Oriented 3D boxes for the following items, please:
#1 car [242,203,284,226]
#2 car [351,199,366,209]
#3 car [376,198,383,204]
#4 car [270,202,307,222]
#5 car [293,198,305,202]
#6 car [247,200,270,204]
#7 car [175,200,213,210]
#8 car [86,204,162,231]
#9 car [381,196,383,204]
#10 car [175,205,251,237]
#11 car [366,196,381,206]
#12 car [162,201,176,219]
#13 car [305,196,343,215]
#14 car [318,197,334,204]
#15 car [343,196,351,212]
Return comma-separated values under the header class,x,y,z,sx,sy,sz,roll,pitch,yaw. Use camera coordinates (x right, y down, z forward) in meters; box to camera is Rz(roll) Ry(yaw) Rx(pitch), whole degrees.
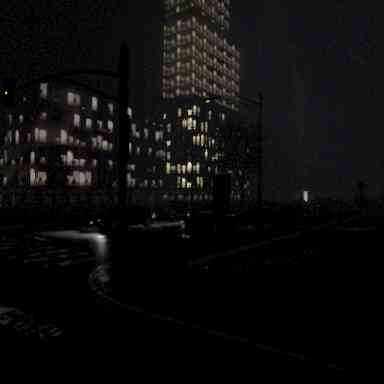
class,x,y,z,sx,sy,sz,roll,pitch,yaw
car,4.591,1.742,23.602,1.947,1.339,4.313,1,0,36
car,24.925,1.779,51.308,1.967,1.590,4.097,1,0,36
car,44.729,2.052,78.085,2.008,1.369,4.403,1,0,36
car,7.850,1.784,28.008,1.802,1.307,4.206,1,0,36
car,18.084,1.736,56.153,1.752,1.417,4.829,1,0,36
car,7.653,1.668,32.305,2.128,1.511,4.902,1,0,36
car,1.155,1.589,28.898,2.128,1.511,4.902,1,0,37
car,-4.425,1.558,21.359,1.837,1.490,4.892,1,0,36
car,41.431,1.789,73.621,2.192,1.841,5.009,1,0,36
car,1.331,1.701,19.194,2.008,1.369,4.403,1,0,36
car,34.928,1.946,64.833,1.752,1.417,4.829,1,0,36
car,-1.722,1.490,29.590,1.967,1.590,4.097,1,0,36
car,15.092,1.574,37.870,2.192,1.841,5.009,1,0,36
car,28.089,1.858,69.678,1.947,1.339,4.313,1,0,36
car,18.365,1.726,42.353,1.967,1.590,4.097,1,0,36
